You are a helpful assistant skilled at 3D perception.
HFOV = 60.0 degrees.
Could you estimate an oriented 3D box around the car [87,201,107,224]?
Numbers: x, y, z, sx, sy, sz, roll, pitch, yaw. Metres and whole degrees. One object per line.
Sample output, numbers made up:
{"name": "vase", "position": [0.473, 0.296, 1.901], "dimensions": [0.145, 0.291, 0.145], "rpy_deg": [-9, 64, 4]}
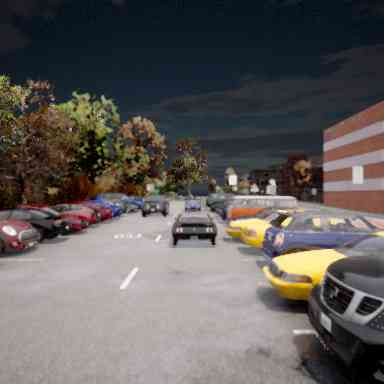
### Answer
{"name": "car", "position": [-8.183, 1.495, 20.920], "dimensions": [4.792, 1.488, 2.163], "rpy_deg": [0, 0, 0]}

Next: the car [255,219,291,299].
{"name": "car", "position": [4.229, 1.473, 6.866], "dimensions": [5.366, 1.575, 1.946], "rpy_deg": [0, 0, 0]}

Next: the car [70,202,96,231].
{"name": "car", "position": [-8.158, 1.467, 17.972], "dimensions": [5.008, 1.535, 2.097], "rpy_deg": [0, 0, 0]}

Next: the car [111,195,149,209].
{"name": "car", "position": [-8.096, 1.303, 43.518], "dimensions": [4.553, 1.767, 2.185], "rpy_deg": [0, -1, 0]}

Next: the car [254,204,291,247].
{"name": "car", "position": [4.383, 1.348, 9.692], "dimensions": [4.553, 1.767, 2.185], "rpy_deg": [0, 0, 0]}

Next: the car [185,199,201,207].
{"name": "car", "position": [0.099, 1.515, 38.474], "dimensions": [2.033, 1.411, 5.357], "rpy_deg": [0, 0, 0]}

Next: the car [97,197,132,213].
{"name": "car", "position": [-8.150, 1.461, 29.392], "dimensions": [4.892, 1.521, 2.231], "rpy_deg": [0, 0, 0]}

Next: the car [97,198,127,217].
{"name": "car", "position": [-8.149, 1.461, 26.568], "dimensions": [5.008, 1.535, 2.097], "rpy_deg": [0, 0, 0]}

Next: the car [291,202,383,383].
{"name": "car", "position": [4.387, 1.226, 4.040], "dimensions": [5.566, 2.045, 2.435], "rpy_deg": [0, 0, 0]}

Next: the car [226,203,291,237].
{"name": "car", "position": [4.417, 1.508, 18.169], "dimensions": [4.674, 1.452, 2.002], "rpy_deg": [0, 0, 0]}

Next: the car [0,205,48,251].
{"name": "car", "position": [-8.184, 1.346, 12.325], "dimensions": [4.553, 1.767, 2.185], "rpy_deg": [0, 0, 0]}

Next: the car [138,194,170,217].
{"name": "car", "position": [-3.298, 1.202, 31.024], "dimensions": [2.150, 2.045, 5.566], "rpy_deg": [0, 0, 1]}

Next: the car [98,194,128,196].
{"name": "car", "position": [-8.131, 1.197, 37.738], "dimensions": [5.566, 2.045, 2.435], "rpy_deg": [0, 0, 0]}

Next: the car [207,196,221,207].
{"name": "car", "position": [4.420, 1.454, 35.123], "dimensions": [5.008, 1.535, 2.097], "rpy_deg": [0, 0, 0]}

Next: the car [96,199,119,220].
{"name": "car", "position": [-8.149, 1.463, 23.744], "dimensions": [5.008, 1.535, 2.097], "rpy_deg": [0, 0, 0]}

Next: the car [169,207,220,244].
{"name": "car", "position": [0.100, 1.590, 15.796], "dimensions": [1.895, 1.301, 4.718], "rpy_deg": [0, 0, 0]}

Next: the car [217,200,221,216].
{"name": "car", "position": [4.444, 1.494, 23.821], "dimensions": [4.792, 1.488, 2.163], "rpy_deg": [0, 0, 0]}

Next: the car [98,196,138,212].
{"name": "car", "position": [-8.165, 1.454, 35.038], "dimensions": [4.892, 1.521, 2.231], "rpy_deg": [0, 0, 0]}

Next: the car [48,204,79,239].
{"name": "car", "position": [-8.148, 1.469, 15.148], "dimensions": [5.008, 1.535, 2.097], "rpy_deg": [0, 0, 0]}

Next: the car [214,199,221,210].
{"name": "car", "position": [4.412, 1.502, 26.647], "dimensions": [4.674, 1.452, 2.002], "rpy_deg": [0, 0, 0]}

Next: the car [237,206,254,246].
{"name": "car", "position": [4.600, 1.469, 12.518], "dimensions": [5.366, 1.575, 1.946], "rpy_deg": [0, 0, 0]}

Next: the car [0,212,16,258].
{"name": "car", "position": [-8.159, 1.473, 9.502], "dimensions": [5.008, 1.535, 2.097], "rpy_deg": [0, 0, 0]}

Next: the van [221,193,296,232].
{"name": "van", "position": [4.298, 1.240, 20.995], "dimensions": [4.442, 1.987, 1.878], "rpy_deg": [0, 0, 0]}

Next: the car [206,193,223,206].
{"name": "car", "position": [4.442, 1.192, 40.775], "dimensions": [5.566, 2.045, 2.435], "rpy_deg": [0, 0, 0]}

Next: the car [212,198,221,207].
{"name": "car", "position": [4.417, 1.500, 29.472], "dimensions": [4.674, 1.452, 2.002], "rpy_deg": [0, 0, 0]}
